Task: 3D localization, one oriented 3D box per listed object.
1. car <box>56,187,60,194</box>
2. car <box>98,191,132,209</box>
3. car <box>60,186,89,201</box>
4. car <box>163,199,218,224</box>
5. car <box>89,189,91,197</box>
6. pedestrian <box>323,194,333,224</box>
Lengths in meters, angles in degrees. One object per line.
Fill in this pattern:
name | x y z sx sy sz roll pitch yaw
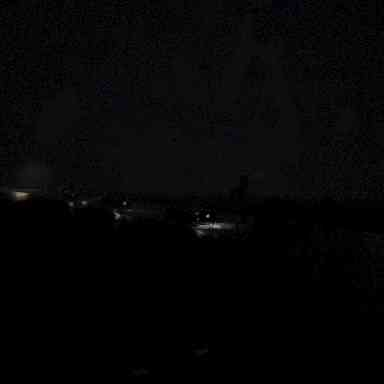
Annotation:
car | -22.596 -0.309 58.695 1.837 1.490 4.892 -2 3 -35
car | -7.525 0.714 32.217 2.128 1.511 4.902 -2 3 -35
car | -15.420 0.308 43.472 1.812 1.442 4.674 -3 4 -35
car | -0.175 1.210 21.804 1.994 1.385 4.181 -2 3 -35
car | -16.737 -0.012 50.390 1.837 1.490 4.892 -2 3 -35
pedestrian | 8.235 0.991 20.219 0.375 1.860 0.375 0 0 -35
